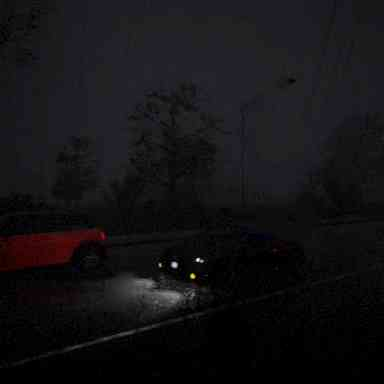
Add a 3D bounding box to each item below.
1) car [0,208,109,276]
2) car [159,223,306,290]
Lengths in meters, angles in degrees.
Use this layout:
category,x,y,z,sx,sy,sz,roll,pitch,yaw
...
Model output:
category,x,y,z,sx,sy,sz,roll,pitch,yaw
car,-4.741,1.352,9.211,4.553,1.767,2.097,0,0,-36
car,1.204,1.564,9.152,4.181,1.385,1.994,0,0,-36
